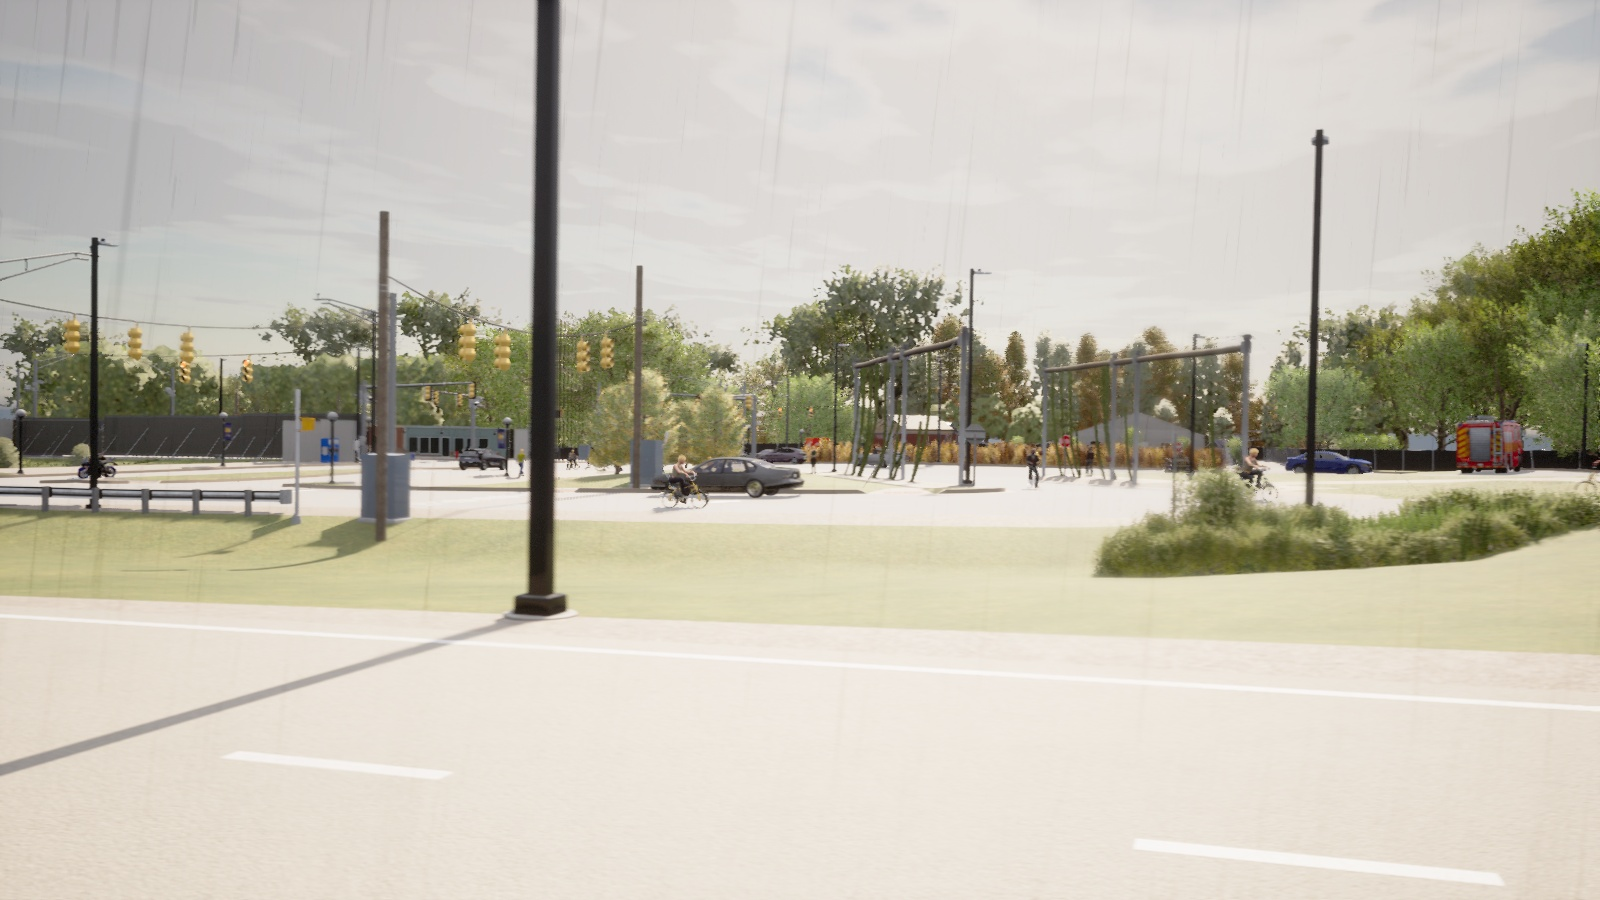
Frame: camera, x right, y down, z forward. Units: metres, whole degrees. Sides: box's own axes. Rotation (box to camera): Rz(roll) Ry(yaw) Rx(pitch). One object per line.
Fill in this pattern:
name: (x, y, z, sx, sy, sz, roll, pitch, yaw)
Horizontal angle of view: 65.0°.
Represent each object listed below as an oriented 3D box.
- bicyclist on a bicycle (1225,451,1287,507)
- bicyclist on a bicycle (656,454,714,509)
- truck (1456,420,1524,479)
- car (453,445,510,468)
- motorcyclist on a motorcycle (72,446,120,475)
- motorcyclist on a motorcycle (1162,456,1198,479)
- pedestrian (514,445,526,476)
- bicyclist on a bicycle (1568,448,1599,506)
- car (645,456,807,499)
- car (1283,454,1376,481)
bicyclist on a bicycle: (13.635, 0.856, 37.552, 0.866, 1.612, 1.509, 1, 0, -36)
bicyclist on a bicycle: (-3.428, 0.926, 37.459, 1.509, 1.612, 0.866, 0, 1, 18)
truck: (47.336, -0.023, 86.025, 2.891, 3.827, 8.468, 0, 0, 37)
car: (-23.542, 0.506, 92.998, 2.033, 1.649, 4.856, 1, 0, 14)
motorcyclist on a motorcycle: (-38.283, 0.545, 68.292, 0.866, 1.530, 2.191, 1, 1, 24)
motorcyclist on a motorcycle: (25.933, 1.204, 85.785, 0.866, 1.530, 2.191, 1, 0, -43)
pedestrian: (-16.673, 0.639, 74.855, 0.354, 1.836, 0.706, 2, 1, 15)
bicyclist on a bicycle: (22.446, 0.762, 35.206, 1.509, 1.612, 0.866, -1, 0, 33)
car: (-2.624, 0.933, 44.554, 5.357, 1.411, 2.033, 0, 1, 18)
car: (32.655, 1.075, 77.558, 5.008, 1.535, 1.882, 1, 1, 34)
